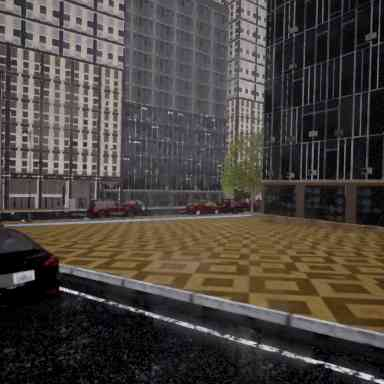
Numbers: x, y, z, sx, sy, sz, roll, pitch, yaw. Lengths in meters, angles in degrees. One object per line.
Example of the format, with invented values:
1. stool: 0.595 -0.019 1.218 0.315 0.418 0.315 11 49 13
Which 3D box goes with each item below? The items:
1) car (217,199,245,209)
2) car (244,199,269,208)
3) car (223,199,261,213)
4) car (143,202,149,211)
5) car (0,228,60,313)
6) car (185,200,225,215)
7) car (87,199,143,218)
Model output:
1. car: 6.216 1.872 52.859 4.313 1.339 1.947 1 1 -34
2. car: 10.891 1.934 56.065 4.206 1.307 1.802 1 1 -34
3. car: 6.000 1.781 43.150 5.009 1.841 2.192 1 1 -34
4. car: -7.810 1.719 43.241 4.403 1.369 2.008 1 1 -34
5. car: -4.790 1.501 7.090 4.792 1.488 2.163 0 0 36
6. car: 1.319 1.965 39.948 4.507 1.381 1.887 1 1 -34
7. car: -8.026 1.644 33.533 5.009 1.841 2.192 1 1 -34
